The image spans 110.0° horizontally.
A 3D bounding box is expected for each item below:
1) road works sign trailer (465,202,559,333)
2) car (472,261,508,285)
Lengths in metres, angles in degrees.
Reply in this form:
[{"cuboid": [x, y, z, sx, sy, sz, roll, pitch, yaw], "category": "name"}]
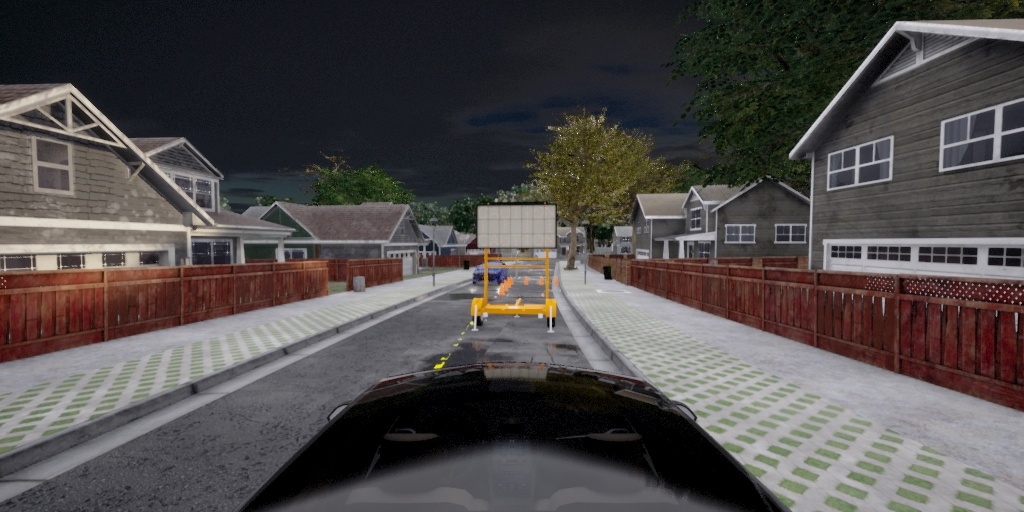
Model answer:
[{"cuboid": [0.143, 0.191, 10.788, 2.380, 3.560, 2.880, 0, 0, 5], "category": "road works sign trailer"}, {"cuboid": [-1.418, 1.098, 24.829, 1.882, 1.535, 5.008, 0, 1, 6], "category": "car"}]
